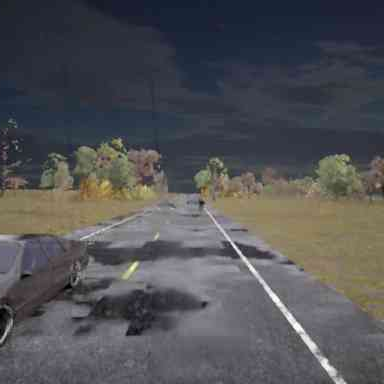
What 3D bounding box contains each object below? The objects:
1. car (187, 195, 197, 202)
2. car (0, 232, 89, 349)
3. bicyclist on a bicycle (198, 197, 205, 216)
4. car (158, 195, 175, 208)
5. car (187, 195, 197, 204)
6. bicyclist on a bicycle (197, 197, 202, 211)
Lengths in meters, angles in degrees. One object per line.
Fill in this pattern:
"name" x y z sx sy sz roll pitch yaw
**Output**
"car" -0.003 1.474 76.819 2.033 1.411 5.357 0 0 0
"car" -3.601 1.543 6.418 2.033 1.411 5.357 0 0 0
"bicyclist on a bicycle" 0.961 1.346 31.416 0.659 1.776 1.843 0 0 0
"car" -3.581 1.314 47.122 2.097 1.767 4.553 0 0 0
"car" 0.002 1.498 60.247 2.033 1.411 5.357 0 0 0
"bicyclist on a bicycle" 0.961 1.420 40.828 0.582 1.620 1.656 0 0 0
